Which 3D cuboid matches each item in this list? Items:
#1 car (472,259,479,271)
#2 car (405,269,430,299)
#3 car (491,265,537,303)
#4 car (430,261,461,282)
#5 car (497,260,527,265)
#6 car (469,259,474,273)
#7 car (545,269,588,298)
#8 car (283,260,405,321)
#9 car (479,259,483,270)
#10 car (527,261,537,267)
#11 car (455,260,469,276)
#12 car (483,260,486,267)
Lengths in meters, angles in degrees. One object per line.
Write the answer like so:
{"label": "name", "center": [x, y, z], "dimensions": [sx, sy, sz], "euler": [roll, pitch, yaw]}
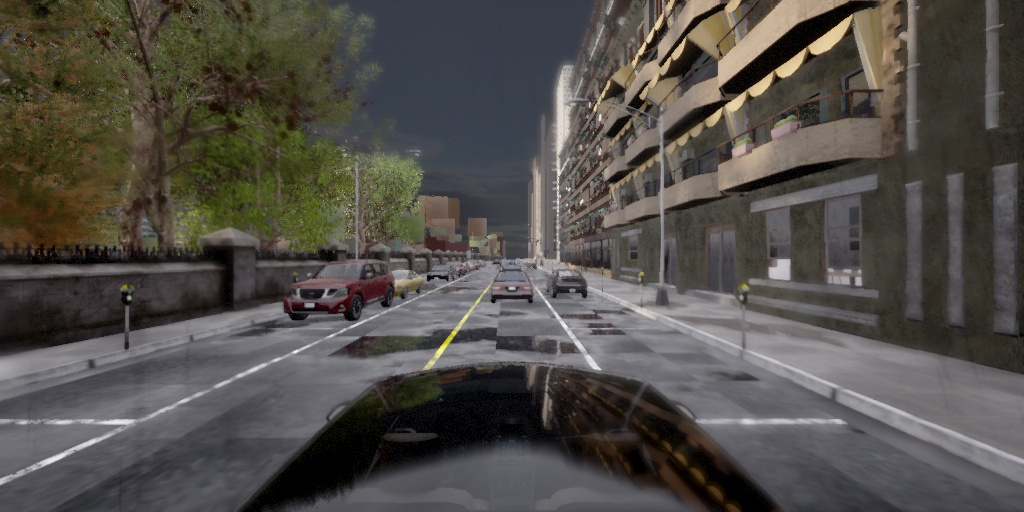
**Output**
{"label": "car", "center": [-5.691, 1.289, 45.652], "dimensions": [1.751, 1.417, 4.829], "euler": [0, 0, 0]}
{"label": "car", "center": [-5.691, 1.275, 17.959], "dimensions": [1.751, 1.417, 4.829], "euler": [0, 0, 0]}
{"label": "car", "center": [0.000, 1.314, 16.500], "dimensions": [2.033, 1.411, 5.357], "euler": [0, 0, 0]}
{"label": "car", "center": [-5.691, 1.320, 29.206], "dimensions": [1.948, 1.339, 4.313], "euler": [0, 0, 0]}
{"label": "car", "center": [0.000, 1.319, 31.500], "dimensions": [2.033, 1.411, 5.357], "euler": [0, 0, 0]}
{"label": "car", "center": [-5.691, 1.342, 40.283], "dimensions": [1.802, 1.307, 4.207], "euler": [0, 0, 0]}
{"label": "car", "center": [2.689, 1.300, 18.131], "dimensions": [2.007, 1.370, 4.403], "euler": [0, 0, 0]}
{"label": "car", "center": [-5.691, 1.063, 12.590], "dimensions": [2.192, 1.841, 5.009], "euler": [0, 0, 0]}
{"label": "car", "center": [-5.692, 1.208, 51.361], "dimensions": [1.967, 1.591, 4.097], "euler": [0, 0, 0]}
{"label": "car", "center": [2.689, 1.318, 51.363], "dimensions": [2.007, 1.370, 4.403], "euler": [0, 0, 0]}
{"label": "car", "center": [-5.691, 1.196, 34.744], "dimensions": [1.967, 1.591, 4.097], "euler": [0, 0, 0]}
{"label": "car", "center": [-5.769, 1.327, 62.436], "dimensions": [2.007, 1.370, 4.403], "euler": [0, 0, 0]}
